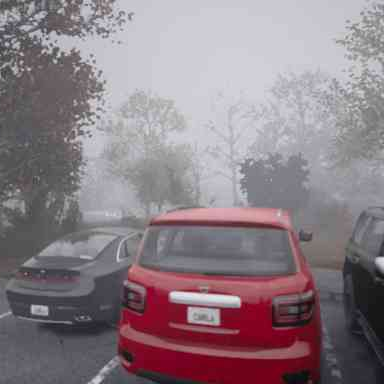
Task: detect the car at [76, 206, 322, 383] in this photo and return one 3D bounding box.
[{"bbox_3d":[0.804,1.253,5.580,2.435,2.045,5.566,0,-1,15],"label":"car"}]

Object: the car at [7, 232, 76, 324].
[{"bbox_3d":[-1.634,1.518,7.257,2.231,1.521,4.892,0,-1,15],"label":"car"}]

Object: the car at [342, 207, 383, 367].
[{"bbox_3d":[3.222,1.238,3.799,2.435,2.045,5.566,0,-1,15],"label":"car"}]

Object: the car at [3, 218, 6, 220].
[{"bbox_3d":[-23.029,2.889,40.213,2.033,1.411,5.357,1,-2,-31],"label":"car"}]
